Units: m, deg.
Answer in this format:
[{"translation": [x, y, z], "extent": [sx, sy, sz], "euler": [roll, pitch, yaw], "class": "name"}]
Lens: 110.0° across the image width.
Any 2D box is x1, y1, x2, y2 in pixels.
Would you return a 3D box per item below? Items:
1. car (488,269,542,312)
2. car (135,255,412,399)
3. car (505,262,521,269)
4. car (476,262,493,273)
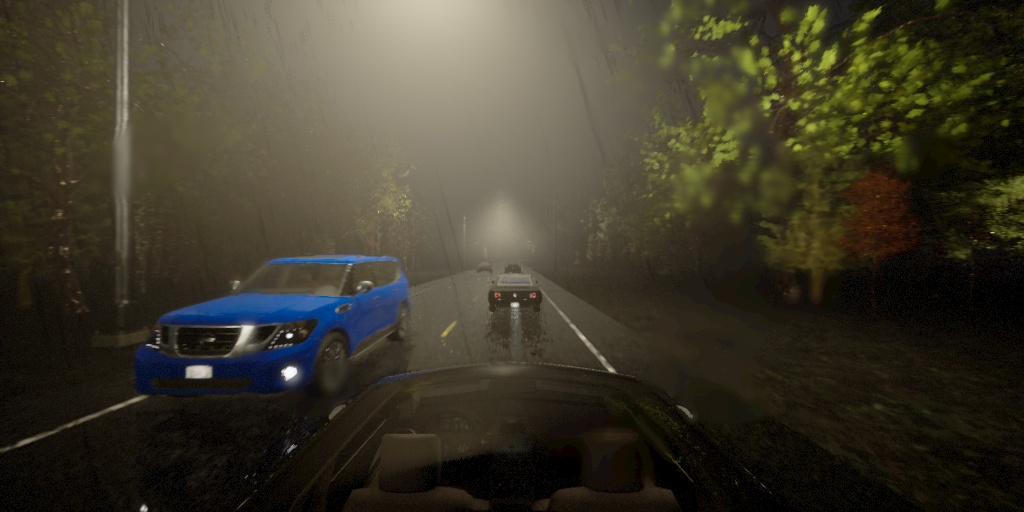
[{"translation": [0.110, 1.397, 14.596], "extent": [1.895, 1.301, 4.718], "euler": [0, 0, 0], "class": "car"}, {"translation": [-3.599, 0.990, 6.889], "extent": [2.150, 2.045, 5.566], "euler": [0, 0, 0], "class": "car"}, {"translation": [0.131, 1.472, 46.080], "extent": [1.994, 1.385, 4.181], "euler": [0, 0, 0], "class": "car"}, {"translation": [-3.542, 1.475, 46.963], "extent": [1.994, 1.385, 4.181], "euler": [0, 0, 0], "class": "car"}]
